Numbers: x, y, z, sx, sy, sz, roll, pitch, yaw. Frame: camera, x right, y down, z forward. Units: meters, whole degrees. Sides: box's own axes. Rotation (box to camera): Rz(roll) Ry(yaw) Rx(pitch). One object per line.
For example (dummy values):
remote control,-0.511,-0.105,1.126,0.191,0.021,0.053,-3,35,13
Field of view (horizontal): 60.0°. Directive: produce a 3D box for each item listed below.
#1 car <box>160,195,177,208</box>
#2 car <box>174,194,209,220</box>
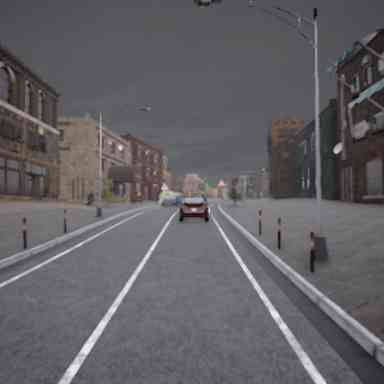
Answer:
car,-2.431,1.076,39.285,1.812,1.442,4.674,0,0,4
car,0.143,1.134,23.644,2.163,1.488,4.792,0,1,0
